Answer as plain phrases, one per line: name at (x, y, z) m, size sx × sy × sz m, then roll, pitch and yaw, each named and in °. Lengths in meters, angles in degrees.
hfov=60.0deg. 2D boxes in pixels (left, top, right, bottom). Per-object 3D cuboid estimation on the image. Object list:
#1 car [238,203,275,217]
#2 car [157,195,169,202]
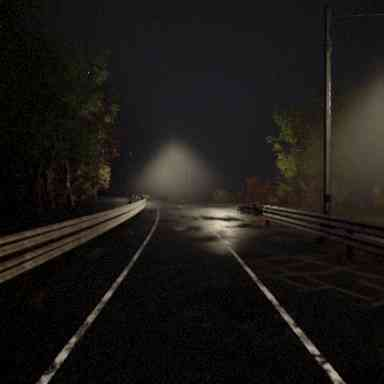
car at (6.187, 1.669, 31.992) m, size 1.895 × 1.301 × 4.718 m, roll 1°, pitch 0°, yaw -17°
car at (-6.529, 1.460, 74.416) m, size 2.033 × 1.411 × 5.357 m, roll 0°, pitch 0°, yaw -17°
